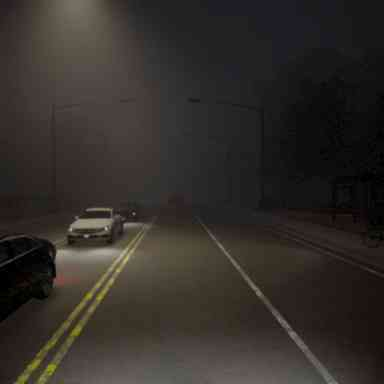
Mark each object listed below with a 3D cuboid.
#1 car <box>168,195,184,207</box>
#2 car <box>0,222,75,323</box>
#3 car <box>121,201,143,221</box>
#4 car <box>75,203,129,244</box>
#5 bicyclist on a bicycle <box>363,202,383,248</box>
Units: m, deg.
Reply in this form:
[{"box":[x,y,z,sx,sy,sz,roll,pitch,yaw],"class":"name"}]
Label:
[{"box":[-2.290,1.173,46.869,2.097,1.767,4.553,-1,0,-3],"class":"car"},{"box":[-3.837,1.490,5.555,2.128,1.511,4.902,-1,0,-3],"class":"car"},{"box":[-4.870,1.429,25.877,2.033,1.411,5.357,-1,0,-3],"class":"car"},{"box":[-4.348,1.466,15.619,1.812,1.442,4.674,-1,0,-3],"class":"car"},{"box":[6.837,1.167,11.752,1.656,1.620,0.582,-1,0,-3],"class":"bicyclist on a bicycle"}]
